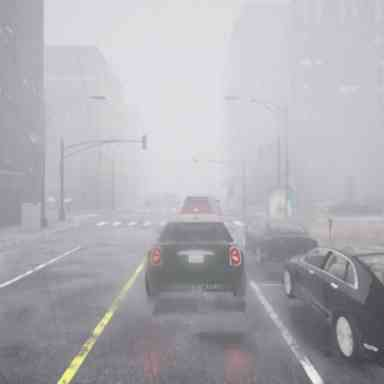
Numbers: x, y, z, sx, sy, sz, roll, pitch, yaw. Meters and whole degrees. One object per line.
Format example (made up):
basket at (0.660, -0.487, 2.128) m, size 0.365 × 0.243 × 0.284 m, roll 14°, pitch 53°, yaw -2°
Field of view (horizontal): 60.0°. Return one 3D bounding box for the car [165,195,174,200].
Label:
car at (-5.949, 1.486, 88.403) m, size 1.947 × 1.339 × 4.313 m, roll 1°, pitch 0°, yaw 0°

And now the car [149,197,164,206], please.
car at (-5.847, 1.493, 54.977) m, size 1.887 × 1.381 × 4.507 m, roll 1°, pitch 0°, yaw 0°

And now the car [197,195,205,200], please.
car at (2.432, 1.465, 88.388) m, size 1.887 × 1.381 × 4.507 m, roll 1°, pitch 0°, yaw 0°

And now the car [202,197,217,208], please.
car at (2.550, 1.519, 49.391) m, size 1.947 × 1.339 × 4.313 m, roll 1°, pitch 0°, yaw 0°

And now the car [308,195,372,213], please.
car at (14.886, 1.340, 33.646) m, size 5.008 × 1.535 × 1.882 m, roll 0°, pitch -1°, yaw 1°

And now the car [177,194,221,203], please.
car at (0.792, 1.162, 24.325) m, size 2.150 × 2.045 × 5.566 m, roll -1°, pitch 2°, yaw 12°

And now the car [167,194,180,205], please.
car at (-3.247, 1.297, 58.634) m, size 2.097 × 1.767 × 4.553 m, roll 0°, pitch 0°, yaw 0°

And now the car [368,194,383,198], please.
car at (19.181, 1.180, 36.222) m, size 5.009 × 1.841 × 2.192 m, roll 0°, pitch 0°, yaw 0°

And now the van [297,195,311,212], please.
van at (13.653, 1.248, 36.245) m, size 3.998 × 1.788 × 1.690 m, roll 0°, pitch 0°, yaw 0°

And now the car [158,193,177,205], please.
car at (-3.270, 1.175, 49.064) m, size 2.150 × 2.045 × 5.566 m, roll 0°, pitch 0°, yaw -1°

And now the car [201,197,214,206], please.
car at (2.533, 1.530, 54.962) m, size 1.802 × 1.307 × 4.206 m, roll 1°, pitch 0°, yaw 0°

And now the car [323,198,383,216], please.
car at (13.618, 1.376, 27.863) m, size 4.206 × 1.307 × 1.802 m, roll 0°, pitch 0°, yaw 0°

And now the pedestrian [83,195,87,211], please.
pedestrian at (-12.649, 1.295, 39.309) m, size 0.375 × 1.860 × 0.375 m, roll 0°, pitch 0°, yaw 0°

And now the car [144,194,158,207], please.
car at (-5.826, 1.268, 49.405) m, size 2.192 × 1.841 × 5.009 m, roll 1°, pitch 0°, yaw 0°

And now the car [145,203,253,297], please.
car at (0.074, 1.343, 8.702) m, size 2.097 × 1.767 × 4.553 m, roll 0°, pitch 0°, yaw 0°

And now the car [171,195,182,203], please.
car at (-3.209, 1.433, 68.704) m, size 2.128 × 1.511 × 4.902 m, roll 0°, pitch 0°, yaw 0°

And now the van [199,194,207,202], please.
van at (2.468, 1.271, 77.247) m, size 1.690 × 1.788 × 3.998 m, roll 1°, pitch 0°, yaw 0°

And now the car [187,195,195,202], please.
car at (-0.240, 1.406, 78.488) m, size 1.882 × 1.535 × 5.008 m, roll 0°, pitch 0°, yaw 0°

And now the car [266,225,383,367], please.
car at (2.813, 1.545, 5.629) m, size 2.008 × 1.369 × 4.403 m, roll 1°, pitch 0°, yaw 0°

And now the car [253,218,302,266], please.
car at (2.796, 1.539, 11.199) m, size 2.008 × 1.369 × 4.403 m, roll 1°, pitch 0°, yaw 0°
